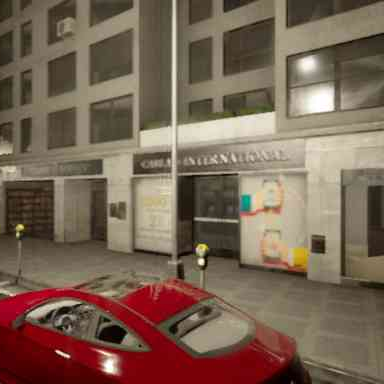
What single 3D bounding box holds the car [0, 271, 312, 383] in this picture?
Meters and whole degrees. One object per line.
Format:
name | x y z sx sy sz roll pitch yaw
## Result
car | -0.887 1.582 3.712 4.206 1.307 1.802 0 0 36
